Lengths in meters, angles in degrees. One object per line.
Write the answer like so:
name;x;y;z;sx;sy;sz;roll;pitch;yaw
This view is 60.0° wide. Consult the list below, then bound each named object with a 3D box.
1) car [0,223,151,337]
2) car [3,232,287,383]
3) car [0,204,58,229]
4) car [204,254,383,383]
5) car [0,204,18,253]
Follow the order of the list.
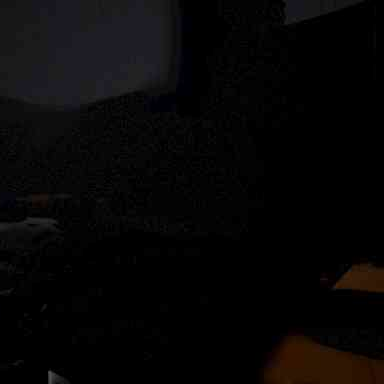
car;-2.209;1.523;6.879;2.163;1.488;4.792;0;0;35
car;0.056;1.516;5.271;2.163;1.488;4.792;0;0;35
car;-6.711;1.258;10.145;2.435;2.045;5.566;0;0;35
car;2.447;1.478;3.837;1.946;1.575;5.366;0;0;35
car;-9.002;1.394;11.776;2.185;1.767;4.553;0;0;35
